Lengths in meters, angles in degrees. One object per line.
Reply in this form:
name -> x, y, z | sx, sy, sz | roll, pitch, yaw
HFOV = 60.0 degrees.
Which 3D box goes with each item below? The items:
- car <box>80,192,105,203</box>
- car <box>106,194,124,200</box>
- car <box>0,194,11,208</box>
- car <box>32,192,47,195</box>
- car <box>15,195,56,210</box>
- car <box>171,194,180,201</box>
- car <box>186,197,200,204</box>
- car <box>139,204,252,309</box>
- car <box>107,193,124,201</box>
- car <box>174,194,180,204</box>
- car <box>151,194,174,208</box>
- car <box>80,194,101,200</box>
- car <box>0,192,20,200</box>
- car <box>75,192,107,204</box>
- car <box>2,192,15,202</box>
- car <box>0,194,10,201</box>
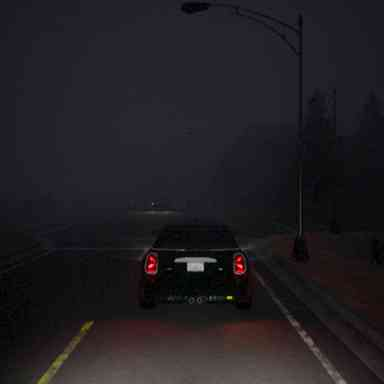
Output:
car -> -17.651, 1.003, 58.964 | 3.866, 1.878, 1.905 | 0, 0, 0
car -> -17.973, 1.129, 78.176 | 3.806, 1.475, 1.970 | 0, 0, 0
car -> -24.799, 1.338, 40.456 | 3.806, 1.475, 1.970 | 0, 0, 0
car -> -35.034, 0.999, 74.899 | 4.605, 1.855, 1.932 | 0, 0, 0
car -> -17.378, 1.332, 37.475 | 3.633, 1.501, 1.845 | 0, 0, 0
car -> -3.486, 1.117, 71.009 | 1.882, 1.535, 5.008 | 0, 0, 0
car -> 0.109, 1.423, 45.257 | 2.128, 1.511, 4.902 | 0, 0, 0
car -> 0.082, 1.340, 7.987 | 2.097, 1.767, 4.553 | 0, 0, 1
car -> -17.650, 1.060, 71.759 | 5.027, 1.636, 2.152 | 0, 0, 0
car -> -3.551, 1.440, 56.145 | 1.812, 1.442, 4.674 | 0, 0, 0
car -> -3.586, 1.292, 39.346 | 2.097, 1.767, 4.553 | 0, 0, 0
car -> -25.022, 1.189, 81.840 | 4.514, 1.523, 2.007 | 0, 0, 0
car -> -42.901, 0.973, 78.186 | 3.866, 1.878, 1.905 | 0, 0, 0
car -> -17.239, 1.027, 56.058 | 4.605, 1.855, 1.932 | 0, 0, 0
car -> -35.746, 1.218, 62.443 | 4.514, 1.523, 2.007 | 0, 0, 0
car -> -43.513, 1.262, 74.862 | 3.806, 1.475, 1.970 | 0, 0, 0
